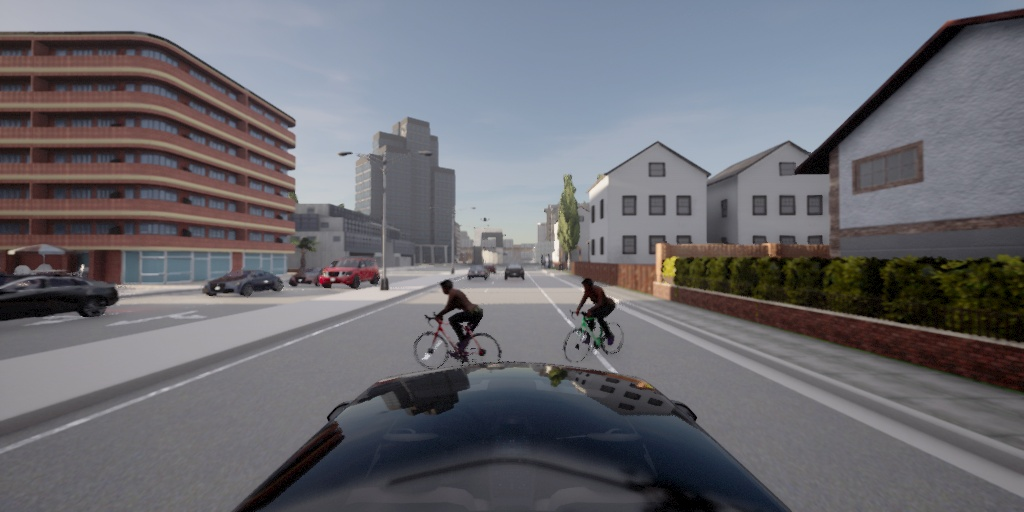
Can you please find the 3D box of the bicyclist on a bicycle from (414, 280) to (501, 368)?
[{"bbox_3d":[-1.000,1.245,6.380,1.656,1.620,0.582,-1,-1,12],"label":"bicyclist on a bicycle"}]

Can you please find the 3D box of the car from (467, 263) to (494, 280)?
[{"bbox_3d":[-3.240,1.594,35.256,2.033,1.411,5.357,0,0,1],"label":"car"}]

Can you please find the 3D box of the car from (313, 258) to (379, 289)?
[{"bbox_3d":[-11.371,1.186,25.579,2.150,2.045,5.566,0,-1,1],"label":"car"}]

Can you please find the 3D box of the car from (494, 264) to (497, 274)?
[{"bbox_3d":[-3.155,1.645,48.979,1.882,1.535,5.008,0,-1,1],"label":"car"}]

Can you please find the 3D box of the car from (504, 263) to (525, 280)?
[{"bbox_3d":[0.260,1.524,35.228,1.882,1.535,5.008,0,0,1],"label":"car"}]

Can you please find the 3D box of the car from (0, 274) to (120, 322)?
[{"bbox_3d":[-15.049,1.319,10.789,2.128,1.511,4.902,0,-1,0],"label":"car"}]

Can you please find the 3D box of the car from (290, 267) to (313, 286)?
[{"bbox_3d":[-14.849,1.537,27.155,1.994,1.385,4.181,0,-1,0],"label":"car"}]

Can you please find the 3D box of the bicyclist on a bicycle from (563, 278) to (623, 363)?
[{"bbox_3d":[1.644,1.250,7.134,1.656,1.620,0.582,-2,1,-32],"label":"bicyclist on a bicycle"}]

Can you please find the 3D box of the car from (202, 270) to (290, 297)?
[{"bbox_3d":[-14.991,1.476,20.235,1.994,1.385,4.181,0,-1,0],"label":"car"}]
